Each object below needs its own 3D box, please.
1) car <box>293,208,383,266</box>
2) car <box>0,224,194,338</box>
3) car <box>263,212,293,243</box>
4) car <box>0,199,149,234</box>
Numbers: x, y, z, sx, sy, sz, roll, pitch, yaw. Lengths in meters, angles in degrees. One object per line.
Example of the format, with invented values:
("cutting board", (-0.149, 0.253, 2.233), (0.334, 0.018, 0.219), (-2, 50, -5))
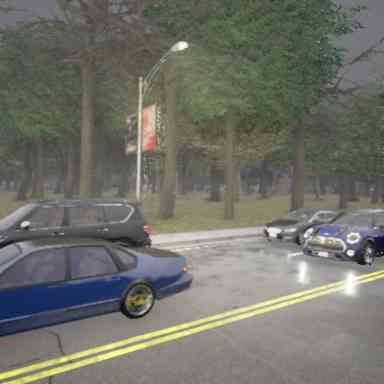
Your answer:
("car", (6.036, 1.420, 11.978), (4.553, 1.767, 2.097), (0, 0, -35))
("car", (-2.527, 1.555, 5.873), (5.357, 1.411, 2.033), (0, 0, -36))
("car", (5.429, 1.569, 15.532), (4.902, 1.511, 2.128), (0, 0, -35))
("car", (-3.770, 1.234, 8.972), (5.566, 2.045, 2.150), (0, 0, -35))
